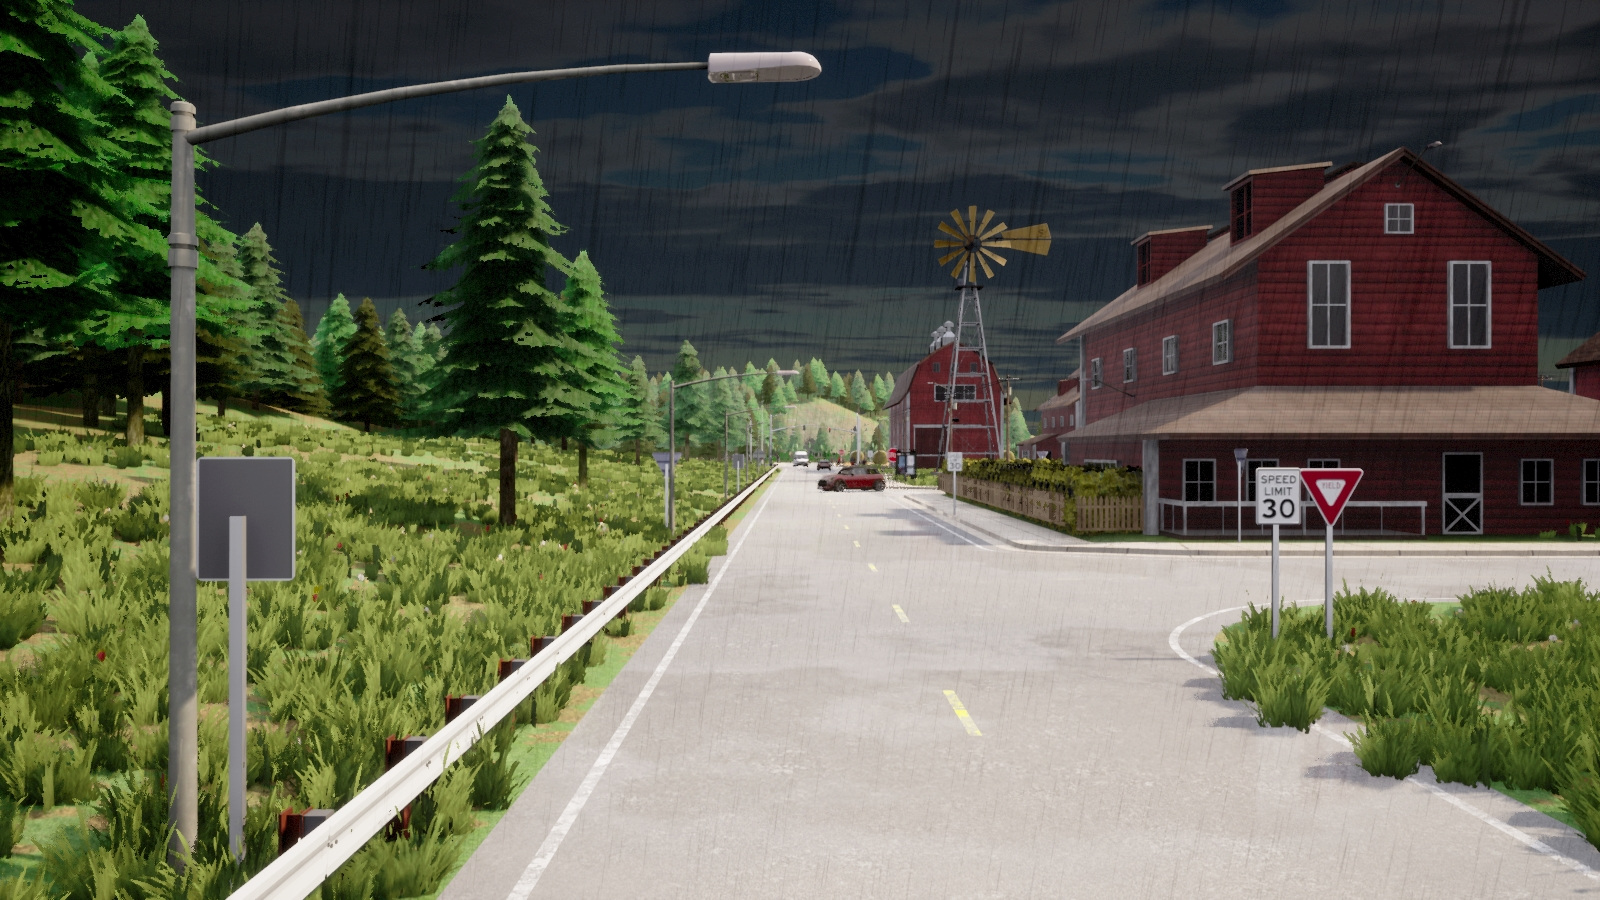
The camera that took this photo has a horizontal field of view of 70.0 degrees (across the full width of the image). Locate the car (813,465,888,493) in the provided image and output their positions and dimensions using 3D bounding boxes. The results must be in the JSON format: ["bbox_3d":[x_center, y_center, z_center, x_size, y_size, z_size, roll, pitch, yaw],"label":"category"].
[{"bbox_3d":[3.370,1.905,75.939,4.553,1.767,2.097,0,0,-28],"label":"car"}]
